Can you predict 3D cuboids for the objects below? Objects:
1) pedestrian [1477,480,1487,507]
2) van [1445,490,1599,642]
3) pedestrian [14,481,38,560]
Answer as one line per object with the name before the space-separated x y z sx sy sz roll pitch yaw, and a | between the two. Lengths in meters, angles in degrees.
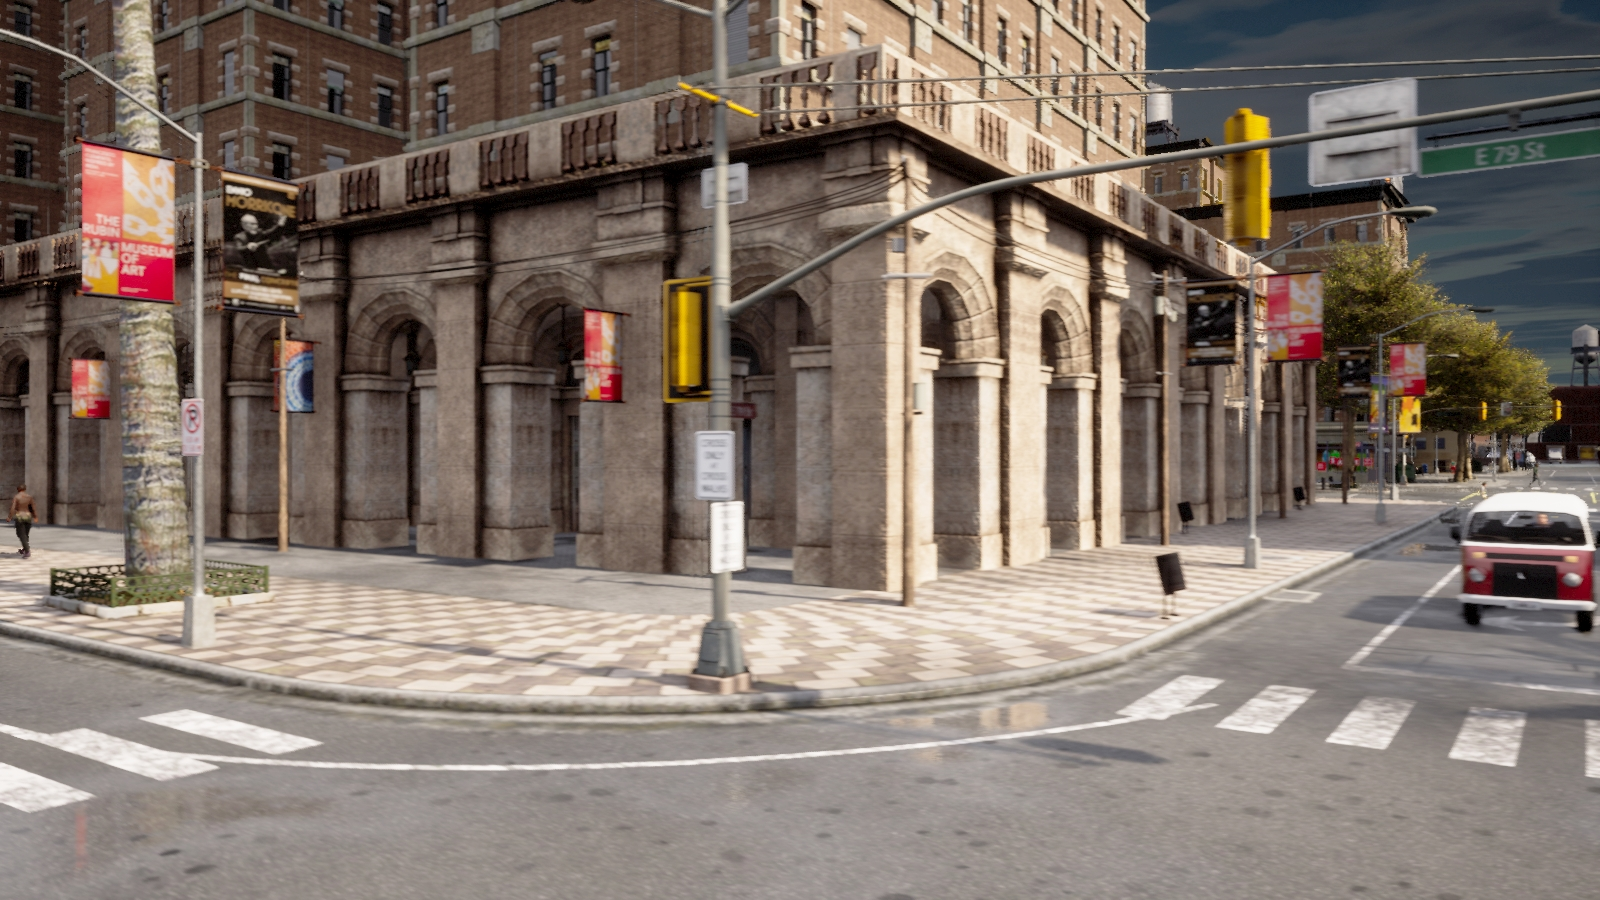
pedestrian | 33.050 2.107 55.398 0.375 1.300 0.375 0 0 38
van | 12.140 1.775 18.996 2.069 2.038 4.480 0 0 35
pedestrian | -18.748 1.699 27.679 0.375 1.860 0.375 0 0 36
